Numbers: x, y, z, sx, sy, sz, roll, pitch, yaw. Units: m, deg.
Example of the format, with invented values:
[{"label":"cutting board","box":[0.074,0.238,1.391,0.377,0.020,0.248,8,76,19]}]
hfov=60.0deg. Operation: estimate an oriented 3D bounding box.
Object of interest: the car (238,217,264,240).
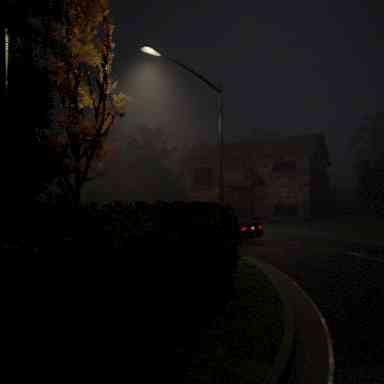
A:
[{"label":"car","box":[1.153,1.809,17.580,2.033,1.411,5.357,0,-1,-43]}]
